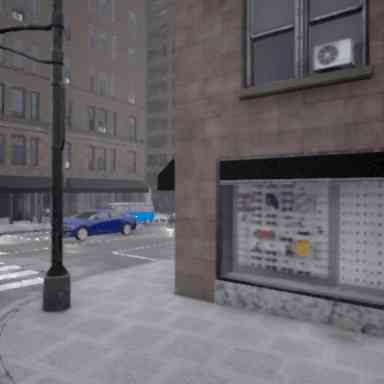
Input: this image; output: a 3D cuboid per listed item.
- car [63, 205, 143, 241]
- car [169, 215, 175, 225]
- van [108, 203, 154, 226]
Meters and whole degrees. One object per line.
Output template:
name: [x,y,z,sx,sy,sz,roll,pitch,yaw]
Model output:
car: [-5.312,1.720,18.556,1.882,1.535,5.008,0,-1,35]
car: [0.419,1.952,26.710,2.033,1.411,5.357,0,-1,35]
van: [-4.518,1.655,24.174,1.690,1.788,3.998,-1,-1,35]
